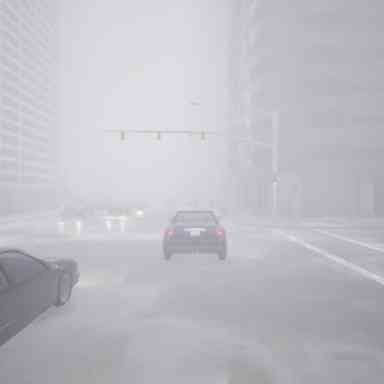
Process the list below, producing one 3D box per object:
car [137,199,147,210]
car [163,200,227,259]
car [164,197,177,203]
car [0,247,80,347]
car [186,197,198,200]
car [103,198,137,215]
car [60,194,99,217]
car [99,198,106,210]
[{"bbox_3d":[-7.075,1.624,43.340,1.895,1.301,4.718,0,0,0],"label":"car"},{"bbox_3d":[0.097,1.359,12.796,2.097,1.767,4.553,0,0,0],"label":"car"},{"bbox_3d":[-3.477,1.507,54.256,1.882,1.535,5.008,0,0,0],"label":"car"},{"bbox_3d":[-3.402,1.550,4.945,2.033,1.411,5.357,0,0,0],"label":"car"},{"bbox_3d":[-0.003,1.594,55.618,1.994,1.385,4.181,0,0,0],"label":"car"},{"bbox_3d":[-7.099,1.582,33.379,1.994,1.385,4.181,0,0,0],"label":"car"},{"bbox_3d":[-10.601,1.369,31.111,2.097,1.767,4.553,0,0,0],"label":"car"},{"bbox_3d":[-10.580,1.527,41.056,1.837,1.490,4.892,0,0,0],"label":"car"}]
